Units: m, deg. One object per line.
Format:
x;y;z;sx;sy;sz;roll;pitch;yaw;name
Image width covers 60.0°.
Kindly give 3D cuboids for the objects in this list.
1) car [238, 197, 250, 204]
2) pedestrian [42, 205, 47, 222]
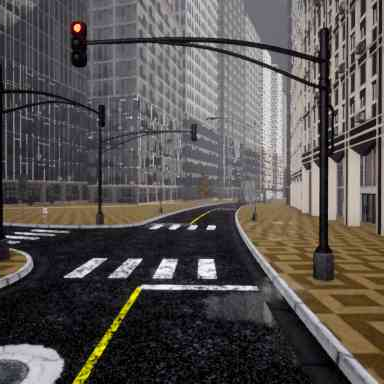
10.840;1.733;69.047;1.882;1.535;5.008;0;0;19;car
-9.298;1.345;21.024;0.500;1.100;0.500;0;0;17;pedestrian
